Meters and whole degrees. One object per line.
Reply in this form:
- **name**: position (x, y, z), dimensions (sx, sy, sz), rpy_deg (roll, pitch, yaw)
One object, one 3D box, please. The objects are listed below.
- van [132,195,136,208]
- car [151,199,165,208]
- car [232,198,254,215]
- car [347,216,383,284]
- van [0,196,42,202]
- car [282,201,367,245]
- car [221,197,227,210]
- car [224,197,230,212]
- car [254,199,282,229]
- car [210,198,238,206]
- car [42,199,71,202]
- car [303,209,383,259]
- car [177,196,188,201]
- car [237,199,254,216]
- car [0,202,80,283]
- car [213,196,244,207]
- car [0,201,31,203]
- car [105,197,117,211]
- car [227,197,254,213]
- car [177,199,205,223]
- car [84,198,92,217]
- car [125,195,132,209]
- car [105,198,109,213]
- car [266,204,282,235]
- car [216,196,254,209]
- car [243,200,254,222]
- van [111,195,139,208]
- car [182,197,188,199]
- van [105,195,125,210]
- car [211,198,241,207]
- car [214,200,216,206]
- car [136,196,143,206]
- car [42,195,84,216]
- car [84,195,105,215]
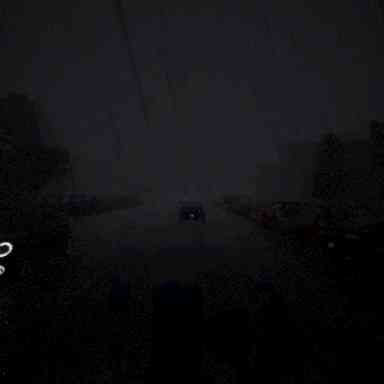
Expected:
- **van**: position (-11.127, 1.504, 49.793), dimensions (4.442, 1.987, 1.878), rpy_deg (-1, -1, -19)
- **car**: position (-5.179, 1.784, 51.502), dimensions (2.033, 1.411, 5.357), rpy_deg (0, 0, 0)
- **car**: position (6.291, 1.526, 28.199), dimensions (4.892, 1.521, 2.231), rpy_deg (1, -1, -20)
- **car**: position (6.412, 1.438, 7.660), dimensions (5.008, 1.535, 2.097), rpy_deg (1, 0, -20)
- **van**: position (-11.568, 1.278, 19.660), dimensions (4.442, 1.987, 1.878), rpy_deg (-1, 0, -20)
- **car**: position (6.357, 1.312, 13.523), dimensions (4.553, 1.767, 2.185), rpy_deg (1, -1, -20)
- **car**: position (6.221, 1.589, 37.007), dimensions (5.008, 1.535, 2.097), rpy_deg (1, 0, -21)
- **car**: position (6.215, 1.597, 34.061), dimensions (4.792, 1.488, 2.163), rpy_deg (1, 0, -20)
- **car**: position (6.329, 1.337, 19.389), dimensions (4.553, 1.767, 2.185), rpy_deg (1, -1, -20)
- **car**: position (5.893, 1.801, 60.570), dimensions (4.674, 1.452, 2.002), rpy_deg (1, 0, -21)
- **car**: position (-11.301, 1.519, 22.764), dimensions (5.366, 1.575, 1.946), rpy_deg (-1, -1, -20)
- **car**: position (6.390, 1.434, 10.592), dimensions (5.008, 1.535, 2.097), rpy_deg (1, 0, -20)
- **car**: position (-1.808, 1.859, 62.106), dimensions (2.033, 1.411, 5.357), rpy_deg (0, 0, -1)
- **car**: position (6.310, 1.504, 25.267), dimensions (4.892, 1.521, 2.231), rpy_deg (1, -1, -20)
- **car**: position (-5.120, 1.318, 9.523), dimensions (2.097, 1.767, 4.553), rpy_deg (0, 0, 0)
- **car**: position (5.955, 1.592, 54.665), dimensions (4.553, 1.767, 2.185), rpy_deg (1, -1, -21)
- **car**: position (-11.266, 1.480, 16.771), dimensions (5.366, 1.575, 1.946), rpy_deg (-1, 0, -20)
- **car**: position (-11.441, 1.640, 37.735), dimensions (4.892, 1.521, 2.231), rpy_deg (-1, -1, -19)
- **car**: position (6.278, 1.546, 31.134), dimensions (5.008, 1.535, 2.097), rpy_deg (1, 0, -20)
- **car**: position (-0.007, 1.517, 25.680), dimensions (1.882, 1.535, 5.008), rpy_deg (0, 0, 0)
- **car**: position (-11.495, 1.571, 28.697), dimensions (4.892, 1.521, 2.231), rpy_deg (-1, 0, -20)
- **car**: position (-11.261, 1.582, 46.756), dimensions (4.553, 1.767, 2.185), rpy_deg (-1, 0, -19)
- **car**: position (-11.490, 1.646, 34.715), dimensions (4.792, 1.488, 2.163), rpy_deg (-1, 0, -19)
- **car**: position (6.377, 1.487, 16.455), dimensions (4.674, 1.452, 2.002), rpy_deg (1, 0, -20)
- **car**: position (6.006, 1.604, 39.877), dimensions (5.366, 1.575, 1.946), rpy_deg (1, 0, -21)
- **car**: position (6.333, 1.482, 22.330), dimensions (5.008, 1.535, 2.097), rpy_deg (1, -1, -20)
- **van**: position (-11.230, 1.552, 55.707), dimensions (4.442, 1.987, 1.878), rpy_deg (-1, 0, -19)
- **car**: position (-0.079, 1.688, 42.260), dimensions (1.812, 1.442, 4.674), rpy_deg (0, 0, 1)
- **van**: position (-11.456, 1.460, 43.704), dimensions (4.442, 1.987, 1.878), rpy_deg (-1, 0, -19)
- **car**: position (5.912, 1.768, 57.608), dimensions (4.792, 1.488, 2.163), rpy_deg (1, 0, -21)
- **car**: position (6.116, 1.653, 45.821), dimensions (5.008, 1.535, 2.097), rpy_deg (1, 0, -21)
- **car**: position (-11.152, 1.502, 52.764), dimensions (5.566, 2.045, 2.435), rpy_deg (-1, -1, -19)
- **car**: position (-11.521, 1.296, 25.683), dimensions (5.566, 2.045, 2.435), rpy_deg (-1, 0, -20)
- **car**: position (-11.517, 1.342, 31.702), dimensions (5.566, 2.045, 2.435), rpy_deg (-1, 0, -20)
